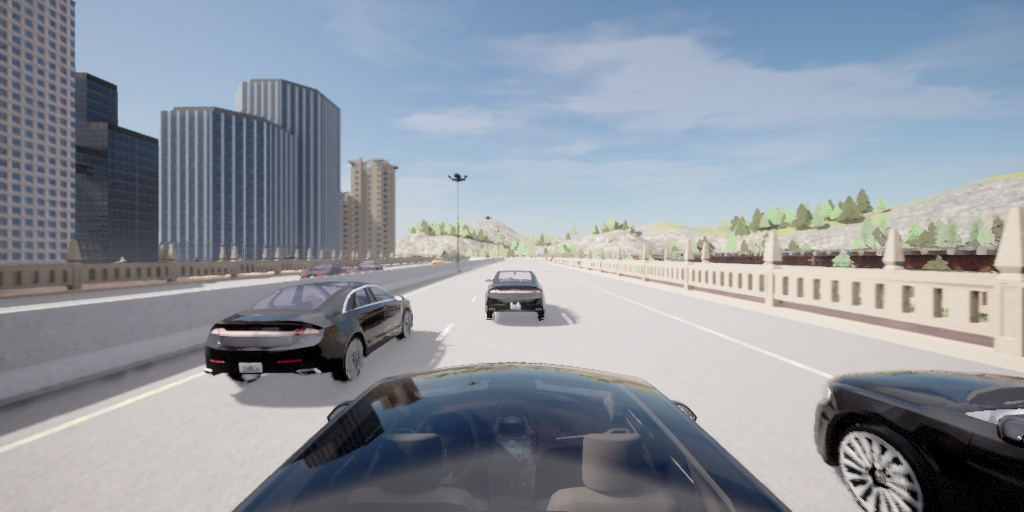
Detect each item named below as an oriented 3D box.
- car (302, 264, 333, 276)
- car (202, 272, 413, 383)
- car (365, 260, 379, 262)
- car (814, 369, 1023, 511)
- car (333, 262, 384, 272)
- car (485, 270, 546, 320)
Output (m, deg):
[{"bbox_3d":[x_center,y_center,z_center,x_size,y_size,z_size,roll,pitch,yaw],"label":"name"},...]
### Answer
[{"bbox_3d":[-14.094,1.291,27.266,1.994,1.385,4.181,0,0,0],"label":"car"},{"bbox_3d":[-3.399,1.237,7.090,2.128,1.511,4.902,0,0,0],"label":"car"},{"bbox_3d":[-17.582,1.238,44.710,1.812,1.442,4.674,0,0,0],"label":"car"},{"bbox_3d":[3.601,1.242,1.176,2.128,1.511,4.902,0,0,0],"label":"car"},{"bbox_3d":[-10.597,1.330,25.757,1.895,1.301,4.718,0,0,0],"label":"car"},{"bbox_3d":[0.102,1.232,12.595,2.128,1.511,4.902,0,0,0],"label":"car"}]
